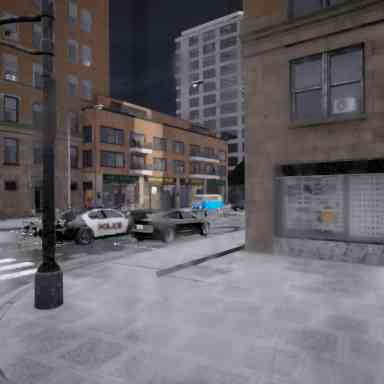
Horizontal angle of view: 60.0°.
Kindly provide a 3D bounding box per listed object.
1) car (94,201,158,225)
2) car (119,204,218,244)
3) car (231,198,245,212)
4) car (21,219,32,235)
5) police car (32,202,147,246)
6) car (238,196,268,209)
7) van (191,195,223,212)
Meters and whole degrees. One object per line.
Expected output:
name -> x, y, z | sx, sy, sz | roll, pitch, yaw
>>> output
car -> -4.727, 1.455, 24.344 | 2.008, 1.369, 4.403 | 0, 0, 35
car -> -0.884, 1.428, 15.013 | 1.947, 1.339, 4.313 | 0, 0, 35
car -> 6.061, 1.315, 34.826 | 2.033, 1.411, 5.357 | -1, 0, 35
car -> -6.257, 1.527, 17.366 | 1.895, 1.301, 4.718 | -1, 0, 34
police car -> -4.142, 1.411, 15.034 | 2.038, 1.542, 4.974 | -1, 0, 35
car -> 7.762, 1.290, 42.012 | 1.887, 1.381, 4.507 | 0, 0, 35
van -> 1.517, 1.165, 33.177 | 1.690, 1.788, 3.998 | 0, 0, 35
